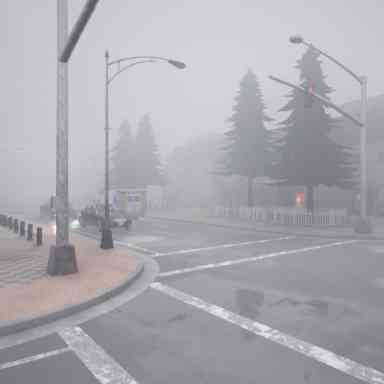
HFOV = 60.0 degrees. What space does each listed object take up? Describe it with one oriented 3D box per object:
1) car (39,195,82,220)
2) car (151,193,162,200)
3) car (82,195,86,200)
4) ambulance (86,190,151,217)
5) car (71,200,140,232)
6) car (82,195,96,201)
[{"bbox_3d":[-11.428,1.367,28.382,2.097,1.767,4.553,0,0,-38],"label":"car"},{"bbox_3d":[-7.783,1.113,83.312,1.932,1.855,4.605,0,0,-37],"label":"car"},{"bbox_3d":[-22.775,1.389,72.329,1.845,1.501,3.633,0,0,-37],"label":"car"},{"bbox_3d":[-6.220,1.046,27.517,2.351,2.431,6.366,0,0,-37],"label":"ambulance"},{"bbox_3d":[-5.447,1.506,20.486,2.128,1.511,4.902,0,0,-37],"label":"car"},{"bbox_3d":[-24.813,1.399,80.062,1.970,1.475,3.806,0,0,-37],"label":"car"}]
